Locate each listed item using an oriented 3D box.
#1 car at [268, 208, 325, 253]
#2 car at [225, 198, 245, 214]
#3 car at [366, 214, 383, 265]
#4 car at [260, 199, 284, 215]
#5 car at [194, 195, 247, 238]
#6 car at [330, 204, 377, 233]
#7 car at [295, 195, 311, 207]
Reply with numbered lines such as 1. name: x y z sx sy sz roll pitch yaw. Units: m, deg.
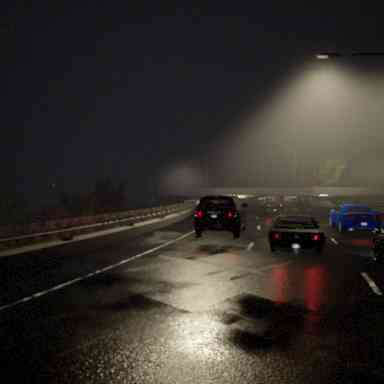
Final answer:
1. car: 4.218 1.569 13.640 1.895 1.301 4.718 0 0 16
2. car: 4.538 1.427 35.804 1.837 1.490 4.892 0 0 5
3. car: 6.316 1.540 9.012 1.994 1.385 4.181 0 0 18
4. car: 7.742 1.418 32.393 2.128 1.511 4.902 0 0 6
5. car: 1.647 1.184 17.639 2.150 2.045 5.566 0 0 14
6. car: 9.136 1.431 18.916 1.882 1.535 5.008 0 0 14
7. car: 15.905 1.240 47.768 2.097 1.767 4.553 0 0 19
